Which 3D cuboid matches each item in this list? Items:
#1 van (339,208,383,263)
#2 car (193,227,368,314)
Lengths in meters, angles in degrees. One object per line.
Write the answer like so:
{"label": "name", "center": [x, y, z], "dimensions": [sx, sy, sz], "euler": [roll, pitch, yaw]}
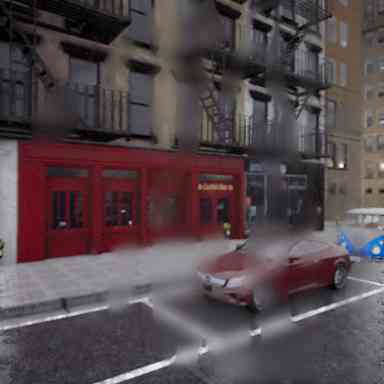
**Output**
{"label": "van", "center": [6.407, 1.399, 10.749], "dimensions": [3.998, 1.788, 1.690], "euler": [0, 0, -35]}
{"label": "car", "center": [2.000, 1.613, 7.615], "dimensions": [4.206, 1.307, 1.802], "euler": [0, 0, -35]}
